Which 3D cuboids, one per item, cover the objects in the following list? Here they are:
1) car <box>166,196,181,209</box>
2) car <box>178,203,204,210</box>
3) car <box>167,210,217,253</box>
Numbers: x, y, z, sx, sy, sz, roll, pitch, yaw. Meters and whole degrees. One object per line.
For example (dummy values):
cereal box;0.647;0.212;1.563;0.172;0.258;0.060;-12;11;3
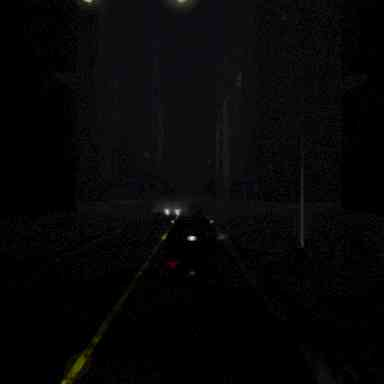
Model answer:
car;-2.999;1.683;53.709;2.150;2.045;5.566;0;-1;0
car;0.006;1.775;29.283;1.837;1.490;4.892;0;0;0
car;0.006;1.697;14.282;1.994;1.385;4.181;0;0;0
